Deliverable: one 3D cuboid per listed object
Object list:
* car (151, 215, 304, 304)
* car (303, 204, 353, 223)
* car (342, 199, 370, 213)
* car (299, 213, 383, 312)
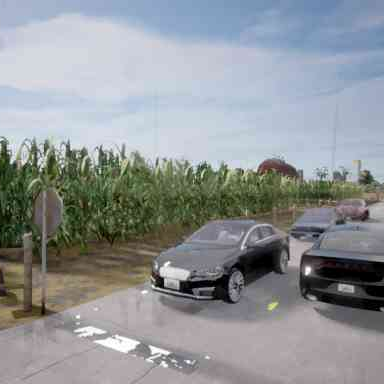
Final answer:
[{"bbox_3d":[0.990,1.504,8.429,2.128,1.511,4.902,0,0,34],"label":"car"},{"bbox_3d":[6.628,1.562,17.031,2.033,1.411,5.357,0,0,33],"label":"car"},{"bbox_3d":[12.791,1.373,26.474,2.097,1.767,4.553,0,-1,33],"label":"car"},{"bbox_3d":[3.962,1.480,7.710,1.882,1.535,5.008,0,0,33],"label":"car"}]
